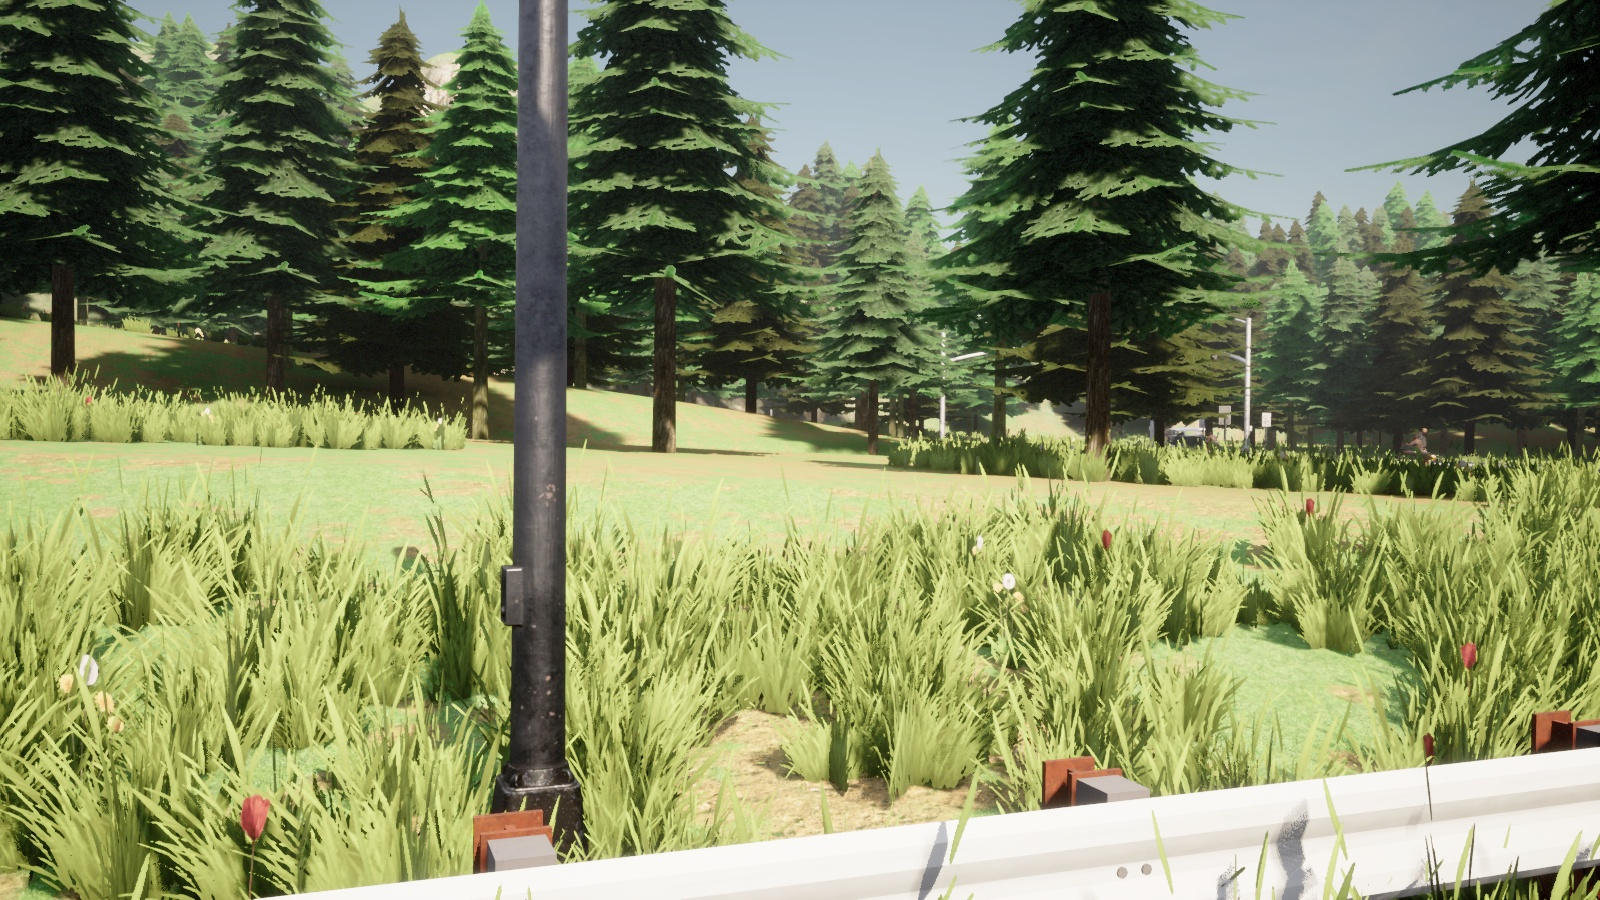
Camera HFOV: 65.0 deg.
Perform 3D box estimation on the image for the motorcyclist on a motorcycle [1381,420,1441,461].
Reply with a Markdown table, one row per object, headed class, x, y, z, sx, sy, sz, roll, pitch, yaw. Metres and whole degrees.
| class | x | y | z | sx | sy | sz | roll | pitch | yaw |
| --- | --- | --- | --- | --- | --- | --- | --- | --- | --- |
| motorcyclist on a motorcycle | 25.477 | -0.406 | 52.404 | 0.766 | 1.649 | 2.350 | -1 | 1 | -20 |
